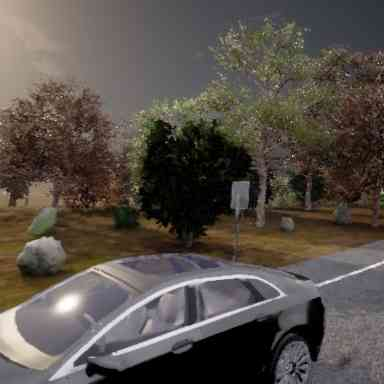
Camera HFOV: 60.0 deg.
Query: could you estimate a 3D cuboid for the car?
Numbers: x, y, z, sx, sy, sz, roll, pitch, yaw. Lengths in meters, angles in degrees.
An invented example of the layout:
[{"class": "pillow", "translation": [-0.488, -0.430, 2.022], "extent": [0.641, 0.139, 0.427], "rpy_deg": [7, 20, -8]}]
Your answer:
[{"class": "car", "translation": [-0.567, 1.503, 3.448], "extent": [4.902, 1.511, 2.128], "rpy_deg": [0, 0, -37]}]
